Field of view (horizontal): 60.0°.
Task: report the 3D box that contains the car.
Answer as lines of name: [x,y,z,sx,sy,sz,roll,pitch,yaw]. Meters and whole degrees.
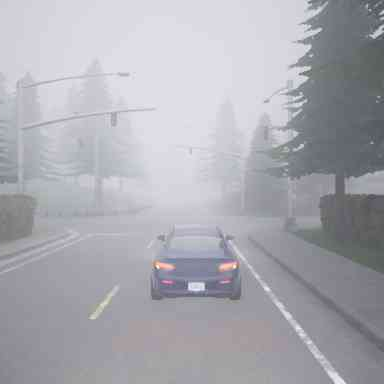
car: [0.084,1.526,8.248,1.812,1.442,4.674,0,0,0]
